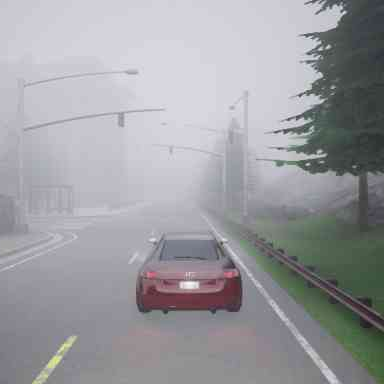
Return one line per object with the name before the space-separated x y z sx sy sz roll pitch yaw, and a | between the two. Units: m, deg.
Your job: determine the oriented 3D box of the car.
car | -0.077 1.564 7.696 1.994 1.385 4.181 0 0 -1
